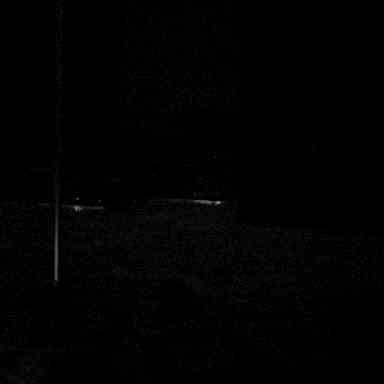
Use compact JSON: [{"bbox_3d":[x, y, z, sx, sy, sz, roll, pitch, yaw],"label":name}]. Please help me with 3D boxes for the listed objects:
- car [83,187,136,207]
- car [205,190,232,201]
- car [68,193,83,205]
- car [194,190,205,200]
[{"bbox_3d":[-8.438,0.427,35.707,2.150,2.045,5.566,1,1,36],"label":"car"},{"bbox_3d":[4.625,0.666,53.707,1.882,1.535,5.008,1,1,36],"label":"car"},{"bbox_3d":[-11.454,0.670,37.099,1.812,1.442,4.674,1,1,36],"label":"car"},{"bbox_3d":[2.218,0.476,55.915,2.097,1.767,4.553,1,1,36],"label":"car"}]
